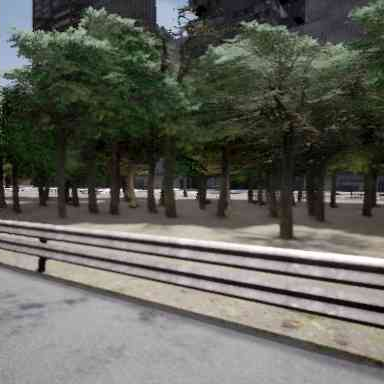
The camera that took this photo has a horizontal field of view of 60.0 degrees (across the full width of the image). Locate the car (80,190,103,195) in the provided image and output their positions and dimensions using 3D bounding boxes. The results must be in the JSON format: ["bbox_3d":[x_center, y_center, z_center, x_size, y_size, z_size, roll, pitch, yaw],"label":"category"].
[{"bbox_3d":[-20.293,-0.134,67.530,4.674,1.442,1.812,0,1,4],"label":"car"}]
